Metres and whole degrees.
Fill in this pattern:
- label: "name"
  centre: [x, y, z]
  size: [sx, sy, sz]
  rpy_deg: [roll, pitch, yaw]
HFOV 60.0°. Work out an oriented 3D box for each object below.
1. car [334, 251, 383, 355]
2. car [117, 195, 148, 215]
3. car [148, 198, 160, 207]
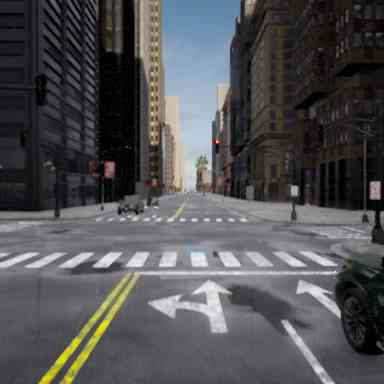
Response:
- label: "car"
  centre: [3.349, 1.238, 2.992]
  size: [2.150, 2.045, 5.566]
  rpy_deg: [0, 0, 0]
- label: "car"
  centre: [-6.603, 1.366, 36.399]
  size: [2.150, 2.045, 5.566]
  rpy_deg: [0, 0, 0]
- label: "car"
  centre: [-6.549, 1.717, 55.842]
  size: [1.837, 1.490, 4.892]
  rpy_deg: [0, -1, 1]
